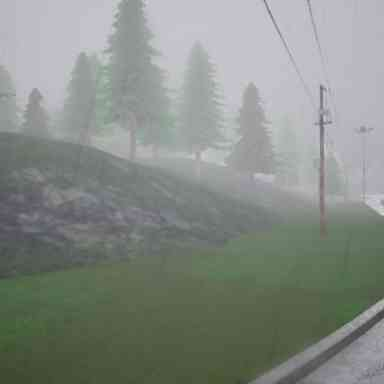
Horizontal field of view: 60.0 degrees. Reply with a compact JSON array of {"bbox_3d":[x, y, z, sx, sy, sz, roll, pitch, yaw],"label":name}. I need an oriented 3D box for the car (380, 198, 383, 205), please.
[{"bbox_3d":[36.674,1.702,62.454,1.994,1.385,4.181,0,0,26],"label":"car"}]
